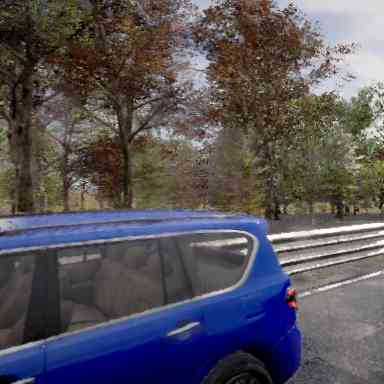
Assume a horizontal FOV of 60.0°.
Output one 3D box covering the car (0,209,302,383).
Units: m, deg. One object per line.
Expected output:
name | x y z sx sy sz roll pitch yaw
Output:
car | -1.488 1.222 2.626 5.566 2.045 2.150 0 0 -35
